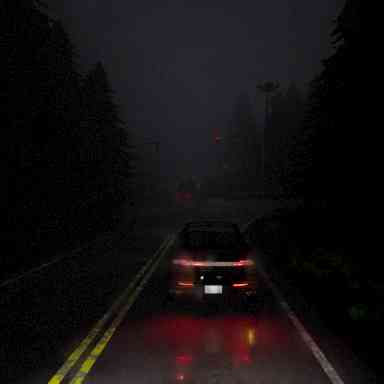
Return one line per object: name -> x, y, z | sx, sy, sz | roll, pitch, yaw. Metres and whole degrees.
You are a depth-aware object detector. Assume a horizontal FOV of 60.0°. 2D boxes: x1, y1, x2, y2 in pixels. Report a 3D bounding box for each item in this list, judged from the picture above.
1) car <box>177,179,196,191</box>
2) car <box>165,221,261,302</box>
car -> -0.696, -1.069, 45.238 | 1.812, 1.442, 4.674 | 1, 9, 14
car -> 0.449, 1.466, 8.186 | 2.128, 1.511, 4.902 | 0, 0, 2
